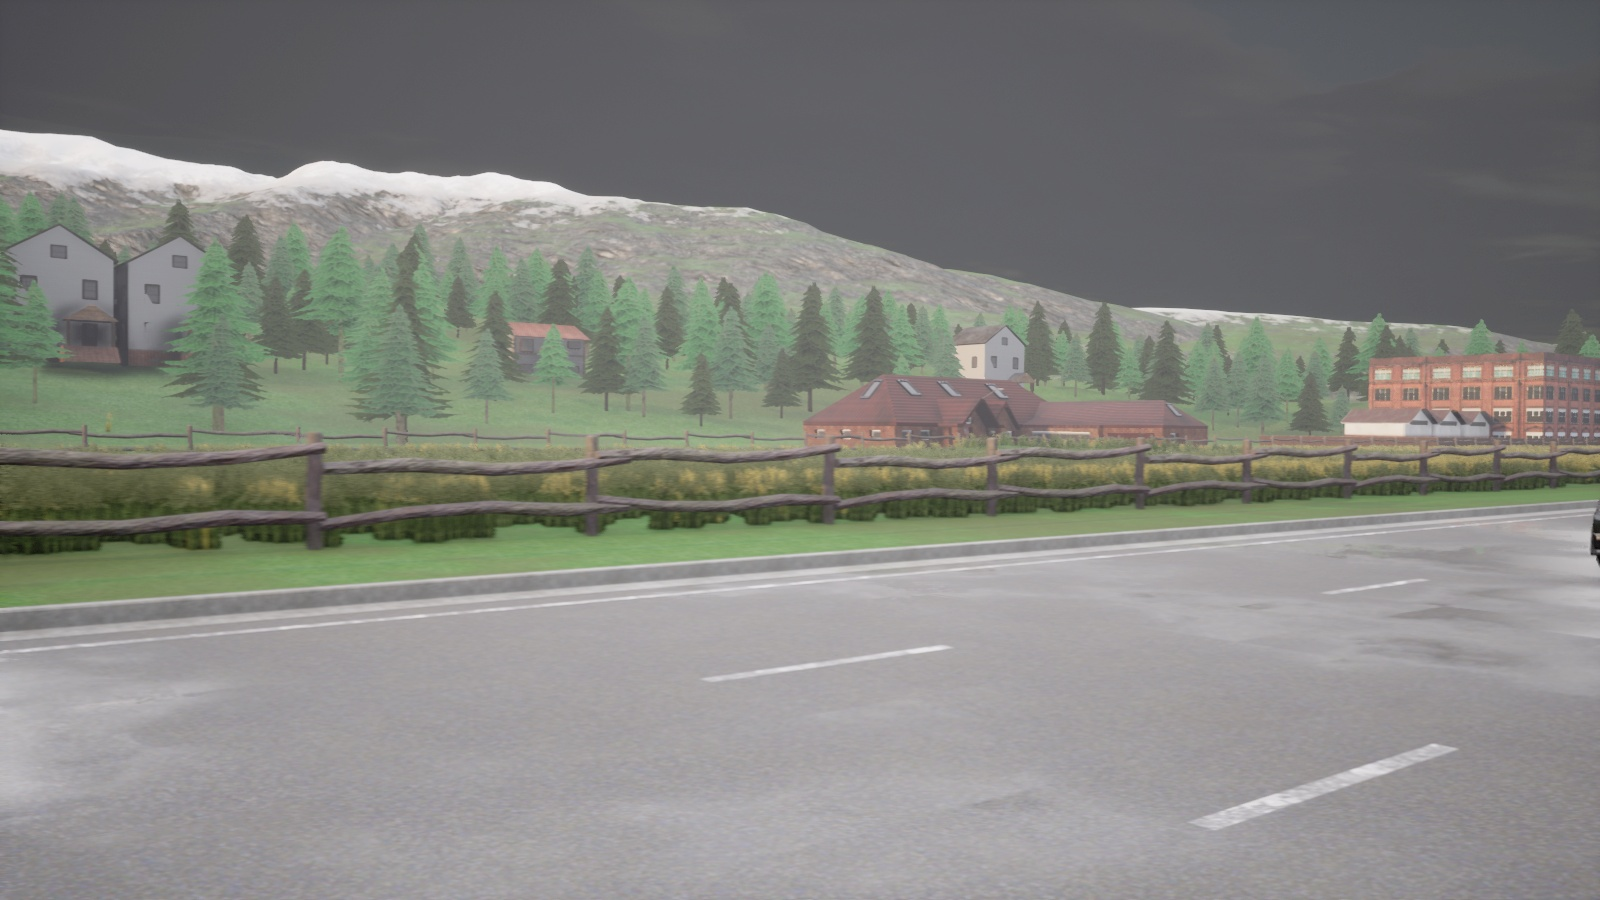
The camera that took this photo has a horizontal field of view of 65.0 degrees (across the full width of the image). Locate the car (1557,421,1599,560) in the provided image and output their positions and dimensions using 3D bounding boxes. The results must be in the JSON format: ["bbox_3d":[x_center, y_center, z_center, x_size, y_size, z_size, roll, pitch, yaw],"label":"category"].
[{"bbox_3d":[11.022,0.396,14.701,4.902,1.511,2.128,-1,1,-39],"label":"car"}]
